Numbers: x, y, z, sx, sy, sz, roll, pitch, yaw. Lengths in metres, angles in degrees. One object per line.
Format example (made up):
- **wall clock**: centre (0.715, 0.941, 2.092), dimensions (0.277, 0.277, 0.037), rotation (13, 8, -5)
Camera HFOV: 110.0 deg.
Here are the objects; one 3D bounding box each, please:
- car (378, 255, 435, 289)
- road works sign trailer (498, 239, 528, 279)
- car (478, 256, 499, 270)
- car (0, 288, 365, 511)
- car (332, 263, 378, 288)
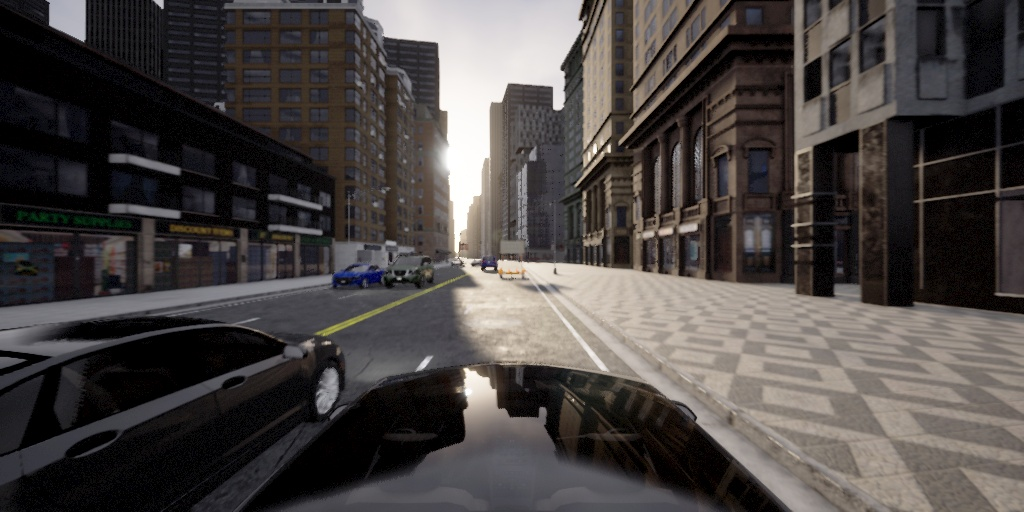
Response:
- **car**: centre (-6.600, 0.974, 23.767), dimensions (2.150, 2.045, 5.566), rotation (0, 0, 0)
- **road works sign trailer**: centre (0.012, 0.218, 33.077), dimensions (2.380, 3.560, 2.880), rotation (0, 0, 0)
- **car**: centre (-3.154, 0.978, 51.638), dimensions (2.150, 2.045, 5.566), rotation (0, 0, 0)
- **car**: centre (-3.151, 1.255, 2.892), dimensions (1.837, 1.490, 4.892), rotation (0, 0, 0)
- **car**: centre (-9.848, 1.229, 23.435), dimensions (1.882, 1.535, 5.008), rotation (0, 0, 0)
